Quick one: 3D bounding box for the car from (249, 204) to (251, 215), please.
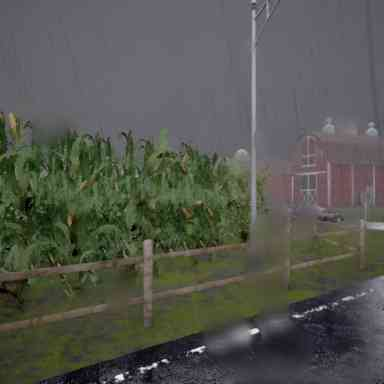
[{"bbox_3d":[4.638,1.642,36.802,2.150,2.045,5.566,1,-1,-27],"label":"car"}]

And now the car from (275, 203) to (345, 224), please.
[{"bbox_3d":[9.778,1.792,27.507,2.033,1.411,5.357,1,-1,-31],"label":"car"}]

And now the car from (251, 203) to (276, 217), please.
[{"bbox_3d":[8.775,1.896,35.251,1.837,1.490,4.892,0,-1,-29],"label":"car"}]
